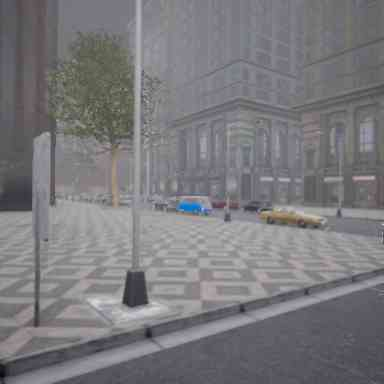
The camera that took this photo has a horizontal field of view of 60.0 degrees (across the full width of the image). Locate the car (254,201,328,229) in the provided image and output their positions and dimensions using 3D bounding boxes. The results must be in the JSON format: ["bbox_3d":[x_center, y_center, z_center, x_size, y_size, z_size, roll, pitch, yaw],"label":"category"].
[{"bbox_3d":[6.835,1.624,22.768,1.752,1.417,4.829,2,0,-35],"label":"car"}]

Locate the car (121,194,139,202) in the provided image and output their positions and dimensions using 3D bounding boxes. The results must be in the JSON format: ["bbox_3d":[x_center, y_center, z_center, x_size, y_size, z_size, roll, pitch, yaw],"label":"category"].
[{"bbox_3d":[-12.139,1.191,64.589,1.802,1.307,4.206,2,0,-35],"label":"car"}]

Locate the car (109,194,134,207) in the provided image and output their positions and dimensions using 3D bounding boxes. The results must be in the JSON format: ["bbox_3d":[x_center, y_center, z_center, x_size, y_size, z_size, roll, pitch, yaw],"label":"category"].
[{"bbox_3d":[-9.319,1.278,45.756,1.752,1.417,4.829,2,0,-35],"label":"car"}]

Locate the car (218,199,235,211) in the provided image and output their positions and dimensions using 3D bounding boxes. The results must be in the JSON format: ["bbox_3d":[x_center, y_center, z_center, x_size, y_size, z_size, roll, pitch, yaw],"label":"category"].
[{"bbox_3d":[4.014,1.554,41.609,1.887,1.381,4.507,2,0,-35],"label":"car"}]

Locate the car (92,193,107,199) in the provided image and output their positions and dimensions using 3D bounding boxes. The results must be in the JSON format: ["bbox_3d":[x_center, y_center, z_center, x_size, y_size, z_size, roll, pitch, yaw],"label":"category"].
[{"bbox_3d":[-21.828,0.918,78.374,1.887,1.381,4.507,2,0,-35],"label":"car"}]

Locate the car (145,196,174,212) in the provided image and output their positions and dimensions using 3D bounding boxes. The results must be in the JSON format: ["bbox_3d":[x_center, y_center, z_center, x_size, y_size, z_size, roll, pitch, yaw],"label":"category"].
[{"bbox_3d":[-2.956,1.457,36.699,2.008,1.369,4.403,2,0,-35],"label":"car"}]

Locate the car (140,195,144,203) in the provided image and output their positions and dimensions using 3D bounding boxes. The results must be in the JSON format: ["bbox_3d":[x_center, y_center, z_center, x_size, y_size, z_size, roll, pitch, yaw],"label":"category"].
[{"bbox_3d":[-8.908,1.241,59.994,2.008,1.369,4.403,2,0,-35],"label":"car"}]

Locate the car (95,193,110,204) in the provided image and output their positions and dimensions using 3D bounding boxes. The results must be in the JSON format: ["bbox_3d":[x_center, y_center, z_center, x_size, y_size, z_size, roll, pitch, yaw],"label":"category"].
[{"bbox_3d":[-12.647,1.219,50.490,2.008,1.369,4.403,2,0,-35],"label":"car"}]

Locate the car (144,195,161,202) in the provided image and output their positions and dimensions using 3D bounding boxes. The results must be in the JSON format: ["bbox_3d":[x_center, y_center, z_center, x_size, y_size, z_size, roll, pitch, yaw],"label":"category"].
[{"bbox_3d":[-5.675,1.211,55.400,1.967,1.590,4.097,2,0,-35],"label":"car"}]

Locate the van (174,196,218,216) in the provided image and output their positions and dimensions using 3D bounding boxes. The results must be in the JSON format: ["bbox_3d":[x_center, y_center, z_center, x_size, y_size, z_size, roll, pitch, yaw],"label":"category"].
[{"bbox_3d":[0.279,1.317,32.104,1.690,1.788,3.998,2,0,-35],"label":"van"}]

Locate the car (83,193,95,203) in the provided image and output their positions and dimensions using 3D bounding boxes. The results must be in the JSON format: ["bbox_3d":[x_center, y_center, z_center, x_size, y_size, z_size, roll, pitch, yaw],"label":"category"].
[{"bbox_3d":[-15.878,1.137,55.086,2.008,1.369,4.403,2,0,-35],"label":"car"}]

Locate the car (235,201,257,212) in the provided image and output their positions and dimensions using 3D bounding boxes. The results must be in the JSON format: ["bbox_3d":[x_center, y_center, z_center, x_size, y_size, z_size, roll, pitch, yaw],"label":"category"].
[{"bbox_3d":[7.243,1.645,37.014,1.947,1.339,4.313,2,0,-35],"label":"car"}]

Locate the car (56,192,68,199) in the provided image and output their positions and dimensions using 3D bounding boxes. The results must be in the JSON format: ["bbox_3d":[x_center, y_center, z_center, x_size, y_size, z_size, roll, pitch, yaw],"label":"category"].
[{"bbox_3d":[-28.795,0.710,73.468,1.967,1.590,4.097,2,0,-35],"label":"car"}]

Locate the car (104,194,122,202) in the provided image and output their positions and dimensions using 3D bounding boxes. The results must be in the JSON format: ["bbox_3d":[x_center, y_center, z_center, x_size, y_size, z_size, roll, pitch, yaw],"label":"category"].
[{"bbox_3d":[-15.435,1.113,64.633,1.994,1.385,4.181,1,0,-35],"label":"car"}]

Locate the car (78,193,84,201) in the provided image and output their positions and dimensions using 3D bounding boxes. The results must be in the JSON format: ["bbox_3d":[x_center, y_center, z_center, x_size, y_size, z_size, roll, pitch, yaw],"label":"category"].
[{"bbox_3d":[-19.108,1.057,59.681,2.008,1.369,4.403,2,0,-35],"label":"car"}]

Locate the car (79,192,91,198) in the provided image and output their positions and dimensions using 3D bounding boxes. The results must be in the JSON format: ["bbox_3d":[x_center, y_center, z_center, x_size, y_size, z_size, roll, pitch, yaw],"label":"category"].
[{"bbox_3d":[-28.289,0.802,87.565,1.802,1.307,4.206,2,0,-35],"label":"car"}]
